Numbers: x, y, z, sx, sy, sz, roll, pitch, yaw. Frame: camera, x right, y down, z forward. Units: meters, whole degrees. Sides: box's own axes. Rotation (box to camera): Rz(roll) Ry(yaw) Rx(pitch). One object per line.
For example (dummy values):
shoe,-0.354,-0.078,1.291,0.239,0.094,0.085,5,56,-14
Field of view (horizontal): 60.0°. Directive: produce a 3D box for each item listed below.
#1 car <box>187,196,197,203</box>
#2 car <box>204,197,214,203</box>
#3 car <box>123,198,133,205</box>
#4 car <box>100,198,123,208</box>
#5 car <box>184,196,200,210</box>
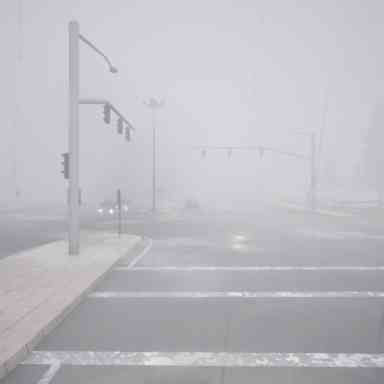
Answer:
car,-0.045,1.564,68.954,1.994,1.385,4.181,0,0,0
car,3.455,1.601,68.987,1.895,1.301,4.718,0,0,0
car,-11.568,1.601,57.168,1.895,1.301,4.718,0,0,0
car,-11.572,1.601,47.180,1.895,1.301,4.718,0,0,1
car,-0.029,1.525,43.519,1.812,1.442,4.674,0,0,0
